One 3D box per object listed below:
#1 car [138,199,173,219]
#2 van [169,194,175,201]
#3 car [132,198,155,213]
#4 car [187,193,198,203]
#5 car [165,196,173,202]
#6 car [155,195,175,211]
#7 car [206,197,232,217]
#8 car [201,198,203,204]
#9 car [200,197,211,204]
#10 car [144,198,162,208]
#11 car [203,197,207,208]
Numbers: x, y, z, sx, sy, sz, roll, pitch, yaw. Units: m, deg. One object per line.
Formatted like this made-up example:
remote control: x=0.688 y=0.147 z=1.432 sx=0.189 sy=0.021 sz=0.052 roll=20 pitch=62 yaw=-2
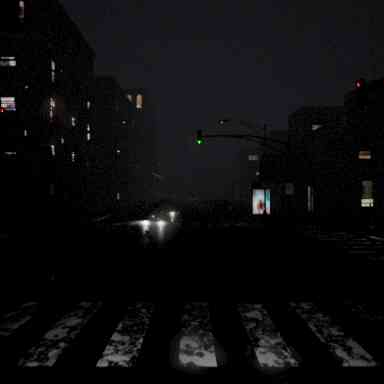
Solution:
car: x=-3.081 y=1.572 z=29.162 sx=2.033 sy=1.411 sz=5.357 roll=0 pitch=0 yaw=0
van: x=-5.640 y=1.495 z=94.442 sx=1.690 sy=1.788 sz=3.998 roll=-1 pitch=0 yaw=0
car: x=-5.673 y=1.587 z=37.476 sx=2.008 sy=1.369 sz=4.403 roll=0 pitch=0 yaw=0
car: x=0.129 y=1.317 z=70.499 sx=2.150 sy=2.045 sz=5.566 roll=0 pitch=0 yaw=0
car: x=-5.645 y=1.649 z=82.878 sx=1.752 sy=1.417 sz=4.829 roll=-1 pitch=0 yaw=0
car: x=-3.074 y=1.518 z=40.675 sx=1.882 sy=1.535 sz=5.008 roll=0 pitch=0 yaw=0
car: x=2.703 y=1.468 z=31.786 sx=1.967 sy=1.590 sz=4.097 roll=0 pitch=0 yaw=0
car: x=2.715 y=1.605 z=48.877 sx=2.008 sy=1.369 sz=4.403 roll=0 pitch=0 yaw=0
car: x=2.725 y=1.636 z=65.966 sx=2.008 sy=1.369 sz=4.403 roll=-1 pitch=0 yaw=0
car: x=-5.666 y=1.605 z=48.869 sx=2.008 sy=1.369 sz=4.403 roll=0 pitch=0 yaw=0
car: x=2.711 y=1.627 z=43.179 sx=1.802 sy=1.307 sz=4.206 roll=0 pitch=0 yaw=0
